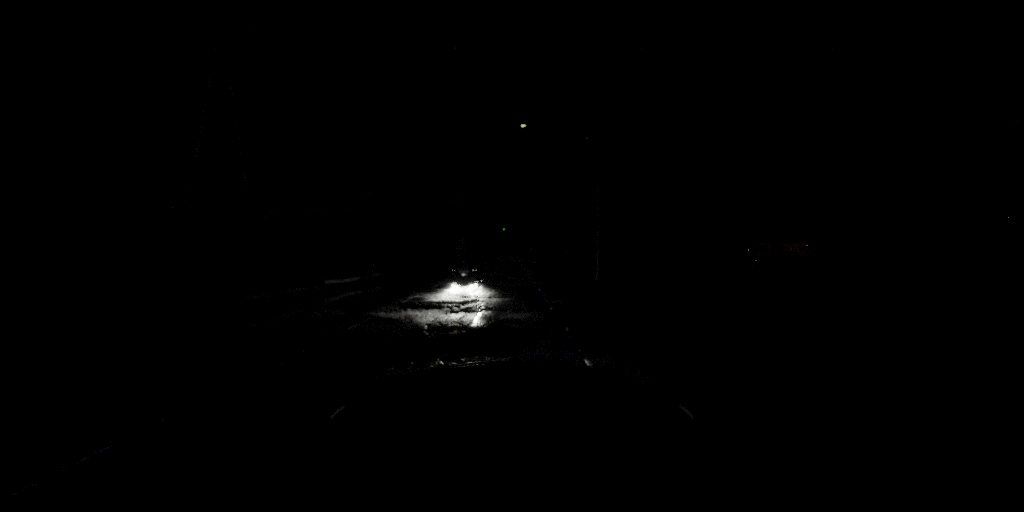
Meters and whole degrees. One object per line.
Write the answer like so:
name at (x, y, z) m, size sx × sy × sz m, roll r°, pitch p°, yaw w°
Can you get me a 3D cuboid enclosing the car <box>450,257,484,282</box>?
car at (-2.878, 0.800, 23.693) m, size 2.128 × 1.511 × 4.902 m, roll 0°, pitch 1°, yaw 0°
